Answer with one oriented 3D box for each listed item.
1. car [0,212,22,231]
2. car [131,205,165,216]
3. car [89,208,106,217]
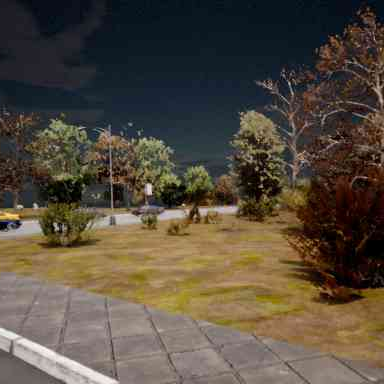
[{"bbox_3d":[-14.937,2.313,23.962,1.895,1.301,4.718,-3,-2,33],"label":"car"},{"bbox_3d":[-5.896,2.514,45.224,2.033,1.411,5.357,-3,-2,32],"label":"car"},{"bbox_3d":[-11.749,2.461,35.911,2.033,1.411,5.357,-3,-2,32],"label":"car"}]
